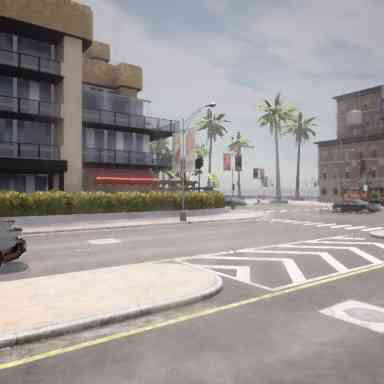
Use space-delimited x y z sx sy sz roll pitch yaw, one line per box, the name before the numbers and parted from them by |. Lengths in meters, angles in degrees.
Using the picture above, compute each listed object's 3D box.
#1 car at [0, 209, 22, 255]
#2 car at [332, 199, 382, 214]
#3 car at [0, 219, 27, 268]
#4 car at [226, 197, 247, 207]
car | -8.898 1.492 11.773 4.902 1.511 2.128 0 0 -35
car | 17.290 1.504 35.100 1.837 1.490 4.892 0 0 -35
car | -7.086 1.492 8.770 4.902 1.511 2.128 0 0 -36
car | 6.324 1.525 50.797 1.812 1.442 4.674 0 0 -35
